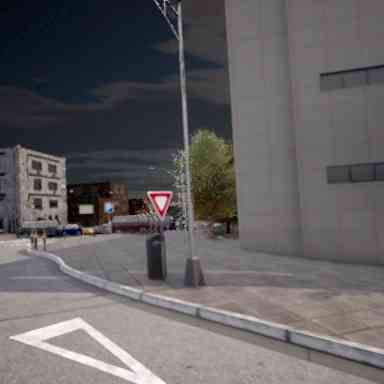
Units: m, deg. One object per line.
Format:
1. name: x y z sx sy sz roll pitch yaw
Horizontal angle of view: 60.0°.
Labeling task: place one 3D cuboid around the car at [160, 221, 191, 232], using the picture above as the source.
1. car: -2.811 5.911 56.838 4.792 1.488 2.163 -4 -6 8

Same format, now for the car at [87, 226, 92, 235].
1. car: -16.264 5.808 50.230 4.792 1.488 2.163 -4 -6 8

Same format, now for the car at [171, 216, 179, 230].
1. car: -4.971 4.214 43.139 5.566 2.045 2.435 -4 -6 8

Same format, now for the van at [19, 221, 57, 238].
1. van: -18.106 4.443 39.185 4.442 1.987 1.878 -4 -6 8

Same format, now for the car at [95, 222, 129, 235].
1. car: -14.682 6.656 61.125 5.566 2.045 2.435 -4 -6 8

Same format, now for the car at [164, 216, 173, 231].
1. car: -5.341 4.187 40.417 5.008 1.535 2.097 -4 -6 8

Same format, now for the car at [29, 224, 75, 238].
1. car: -17.571 4.920 41.878 5.008 1.535 2.097 -4 -6 8

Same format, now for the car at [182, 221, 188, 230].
1. car: -3.647 5.342 51.342 4.792 1.488 2.163 -4 -6 8

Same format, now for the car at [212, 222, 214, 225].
1. car: 2.609 9.330 92.587 5.566 2.045 2.435 -4 -6 8

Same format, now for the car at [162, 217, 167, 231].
1. car: -5.732 3.946 37.623 4.792 1.488 2.163 -4 -6 8

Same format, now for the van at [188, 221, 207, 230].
1. van: 1.444 8.496 84.327 4.442 1.987 1.878 -4 -6 8

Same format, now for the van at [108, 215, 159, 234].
1. van: -6.073 3.446 34.890 4.442 1.987 1.878 -4 -6 8

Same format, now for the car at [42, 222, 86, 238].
1. car: -13.799 4.293 36.145 1.895 1.301 4.718 -4 -5 8

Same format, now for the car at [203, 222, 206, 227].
1. car: 0.099 7.887 76.201 5.008 1.535 2.097 -4 -6 8

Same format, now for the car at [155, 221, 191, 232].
1. car: -3.076 5.584 54.071 5.366 1.575 1.946 -4 -6 8

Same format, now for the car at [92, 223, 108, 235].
1. car: -12.040 5.175 47.737 2.097 1.767 4.553 -4 -6 8

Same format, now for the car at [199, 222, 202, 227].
1. car: -1.175 7.023 67.835 4.892 1.521 2.231 -4 -6 8

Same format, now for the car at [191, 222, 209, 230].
1. car: 2.139 9.174 89.833 4.553 1.767 2.185 -4 -6 8

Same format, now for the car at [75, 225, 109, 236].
1. car: -15.872 6.104 52.976 4.674 1.452 2.002 -4 -6 8

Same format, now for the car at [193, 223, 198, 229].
1. car: -2.240 6.153 59.566 5.366 1.575 1.946 -4 -6 8
